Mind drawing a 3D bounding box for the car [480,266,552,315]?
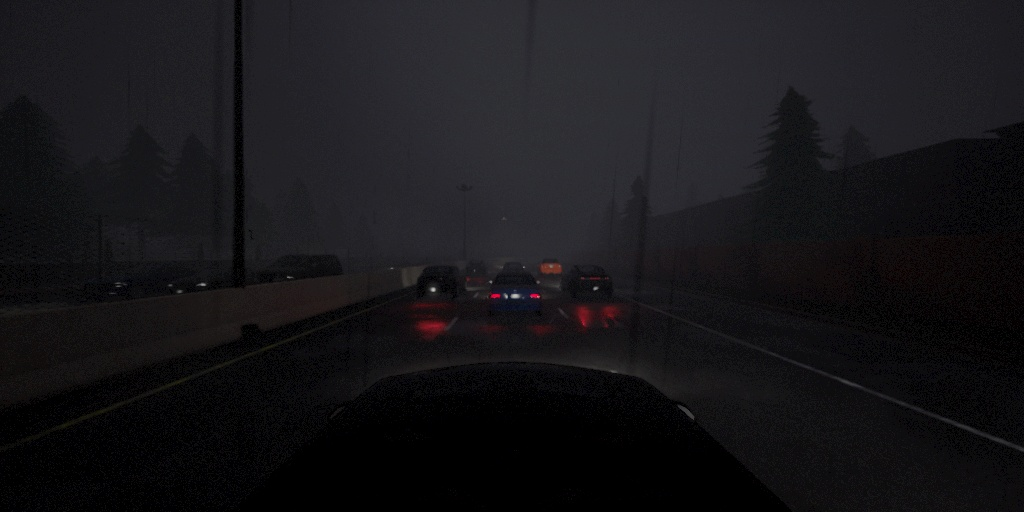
[{"bbox_3d":[0.097,1.253,13.352,2.033,1.411,5.357,0,0,0],"label":"car"}]

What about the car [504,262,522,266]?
[{"bbox_3d":[0.091,1.190,29.798,2.033,1.411,5.357,0,0,0],"label":"car"}]

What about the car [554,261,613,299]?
[{"bbox_3d":[3.595,1.180,17.808,2.128,1.511,4.902,0,0,0],"label":"car"}]

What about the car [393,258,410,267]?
[{"bbox_3d":[-17.564,1.063,57.716,1.812,1.442,4.674,0,0,1],"label":"car"}]

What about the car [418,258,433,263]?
[{"bbox_3d":[-14.052,1.080,58.812,2.033,1.411,5.357,0,0,1],"label":"car"}]

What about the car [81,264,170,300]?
[{"bbox_3d":[-17.605,1.168,17.570,1.882,1.535,5.008,0,0,0],"label":"car"}]

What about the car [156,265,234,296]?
[{"bbox_3d":[-14.105,1.216,17.561,1.812,1.442,4.674,0,0,0],"label":"car"}]

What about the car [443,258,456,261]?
[{"bbox_3d":[-10.546,1.004,60.282,1.882,1.535,5.008,0,0,1],"label":"car"}]

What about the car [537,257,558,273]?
[{"bbox_3d":[3.590,0.975,34.900,2.097,1.767,4.553,0,0,0],"label":"car"}]

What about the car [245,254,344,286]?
[{"bbox_3d":[-10.605,0.910,18.096,2.150,2.045,5.566,0,0,0],"label":"car"}]

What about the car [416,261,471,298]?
[{"bbox_3d":[-3.405,1.193,17.923,1.837,1.490,4.892,0,0,0],"label":"car"}]

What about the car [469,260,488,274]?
[{"bbox_3d":[-3.410,1.114,35.188,2.128,1.511,4.902,0,0,0],"label":"car"}]
